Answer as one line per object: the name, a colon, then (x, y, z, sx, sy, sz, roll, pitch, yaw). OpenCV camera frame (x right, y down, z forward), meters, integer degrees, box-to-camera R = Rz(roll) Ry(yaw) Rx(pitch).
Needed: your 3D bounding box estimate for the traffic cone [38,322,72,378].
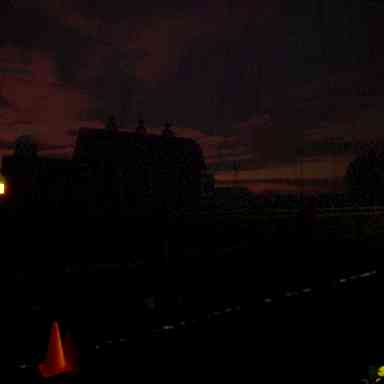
traffic cone: (-1.751, 1.963, 4.258, 0.340, 0.580, 0.340, 0, 0, -36)
